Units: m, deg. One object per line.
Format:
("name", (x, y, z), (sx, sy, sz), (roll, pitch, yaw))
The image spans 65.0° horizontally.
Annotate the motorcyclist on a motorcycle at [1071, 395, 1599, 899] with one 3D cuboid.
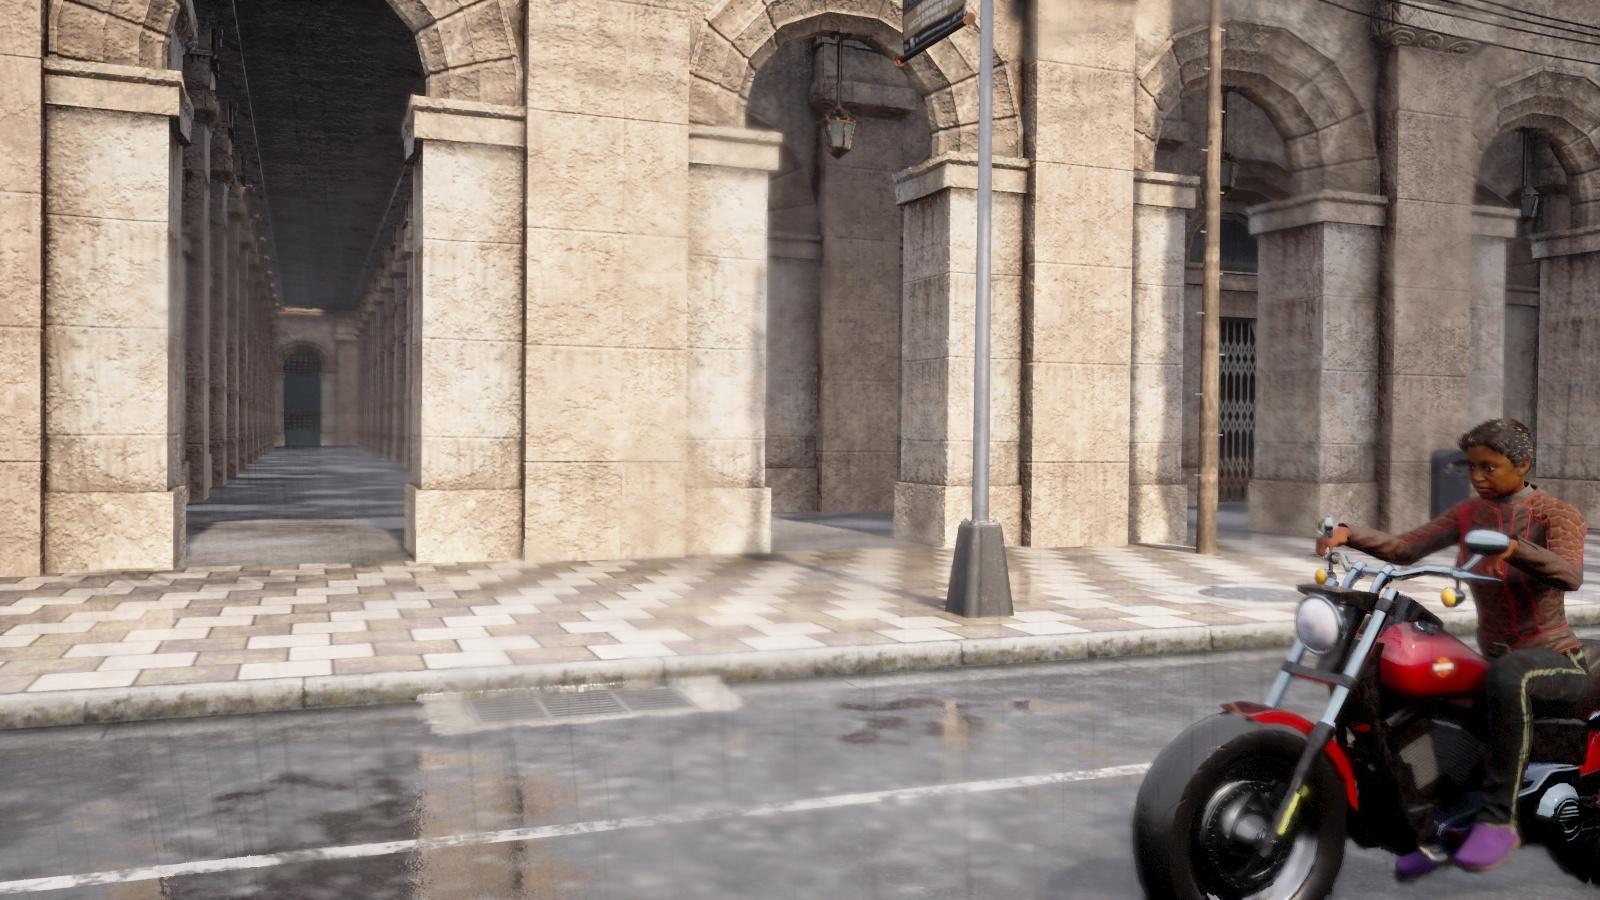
("motorcyclist on a motorcycle", (2.107, 0.660, 4.062), (2.350, 1.649, 0.766), (-1, 1, -21))
